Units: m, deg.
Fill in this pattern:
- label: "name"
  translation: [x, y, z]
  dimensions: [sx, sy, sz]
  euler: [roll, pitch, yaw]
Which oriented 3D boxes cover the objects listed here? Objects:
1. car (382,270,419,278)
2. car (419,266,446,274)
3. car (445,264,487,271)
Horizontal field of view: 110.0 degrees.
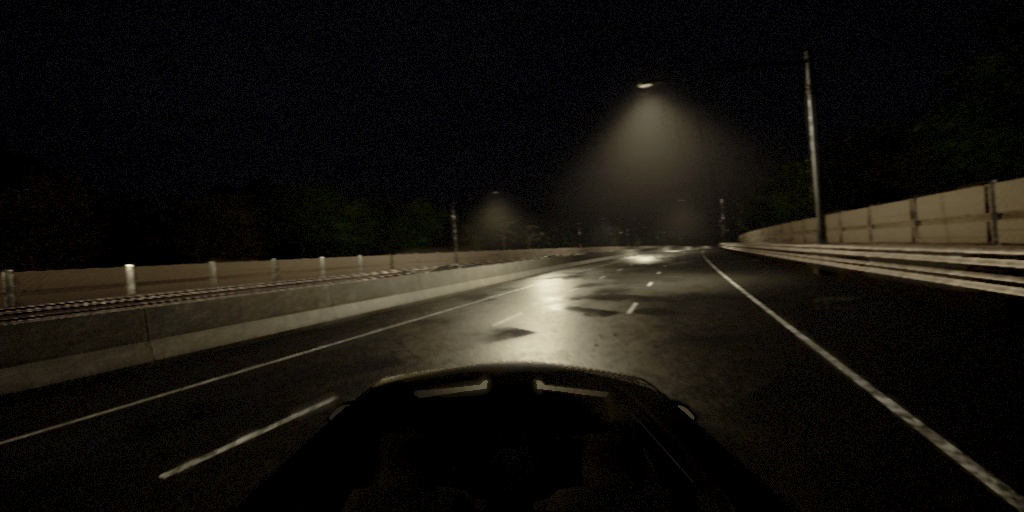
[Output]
- label: "car"
  translation: [-10.352, 2.065, 34.734]
  dimensions: [1.895, 1.301, 4.718]
  euler: [-4, 0, 26]
- label: "car"
  translation: [-6.394, 1.662, 34.893]
  dimensions: [1.837, 1.490, 4.892]
  euler: [-4, 0, 26]
- label: "car"
  translation: [-3.423, 1.477, 33.026]
  dimensions: [2.033, 1.411, 5.357]
  euler: [-4, 0, 26]
